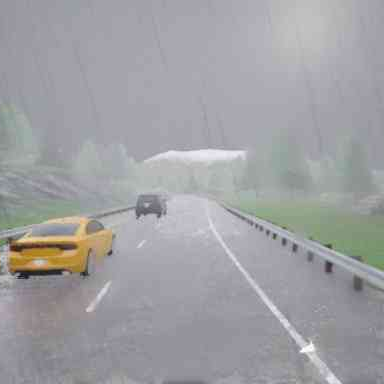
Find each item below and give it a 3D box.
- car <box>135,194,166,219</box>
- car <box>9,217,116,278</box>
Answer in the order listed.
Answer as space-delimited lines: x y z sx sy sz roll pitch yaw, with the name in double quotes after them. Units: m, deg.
-3.637 1.232 30.040 2.150 2.045 5.566 -1 0 2 "car"
-3.718 1.530 10.417 1.882 1.535 5.008 -1 0 -2 "car"
